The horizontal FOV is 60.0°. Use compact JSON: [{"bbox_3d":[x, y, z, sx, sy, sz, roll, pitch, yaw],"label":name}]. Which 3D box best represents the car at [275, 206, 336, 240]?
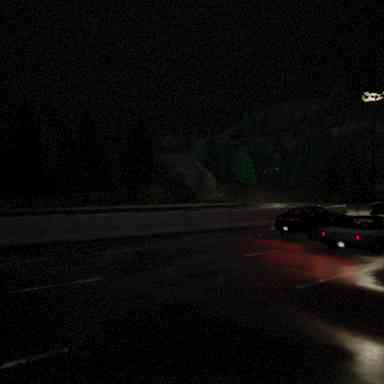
[{"bbox_3d":[6.334,1.474,16.904,4.902,1.511,2.128,0,0,-35],"label":"car"}]

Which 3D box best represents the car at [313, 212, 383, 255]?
[{"bbox_3d":[7.148,1.585,13.189,4.718,1.301,1.895,0,0,-35],"label":"car"}]
